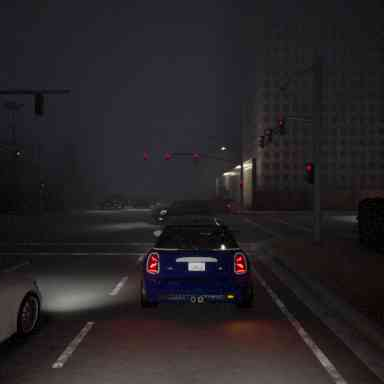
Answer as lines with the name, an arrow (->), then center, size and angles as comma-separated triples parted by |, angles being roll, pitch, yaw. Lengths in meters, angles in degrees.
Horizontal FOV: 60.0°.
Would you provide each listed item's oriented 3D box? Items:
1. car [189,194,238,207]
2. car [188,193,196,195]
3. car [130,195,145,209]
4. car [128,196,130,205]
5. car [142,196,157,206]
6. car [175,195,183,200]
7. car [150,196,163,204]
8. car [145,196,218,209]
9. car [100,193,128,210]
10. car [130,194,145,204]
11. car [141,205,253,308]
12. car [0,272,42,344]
car -> 2.340, 1.379, 32.998 | 4.553, 1.767, 2.097 | 0, 0, 37
car -> 0.176, 1.531, 73.123 | 2.033, 1.411, 5.357 | 0, 0, 0
car -> -6.973, 1.526, 46.345 | 1.812, 1.442, 4.674 | 0, 0, 0
car -> -10.455, 1.478, 53.885 | 1.882, 1.535, 5.008 | 0, 0, 0
car -> -6.947, 1.505, 55.239 | 1.837, 1.490, 4.892 | 0, 0, 0
car -> -3.298, 1.423, 83.794 | 1.895, 1.301, 4.718 | 0, 0, 0
car -> -6.885, 1.564, 65.285 | 1.994, 1.385, 4.181 | 0, 0, 0
car -> -0.750, 1.382, 24.284 | 4.553, 1.767, 2.097 | 0, 0, -30
car -> -10.484, 1.221, 44.114 | 2.150, 2.045, 5.566 | 0, 0, 0
car -> -10.396, 1.352, 63.665 | 2.097, 1.767, 4.553 | 0, 0, 1
car -> 0.102, 1.352, 8.070 | 2.097, 1.767, 4.553 | 0, 0, 0
car -> -3.430, 1.526, 3.640 | 1.812, 1.442, 4.674 | 0, 0, 1
